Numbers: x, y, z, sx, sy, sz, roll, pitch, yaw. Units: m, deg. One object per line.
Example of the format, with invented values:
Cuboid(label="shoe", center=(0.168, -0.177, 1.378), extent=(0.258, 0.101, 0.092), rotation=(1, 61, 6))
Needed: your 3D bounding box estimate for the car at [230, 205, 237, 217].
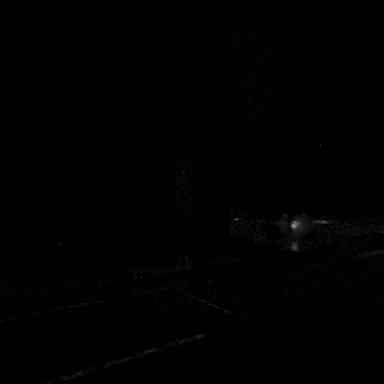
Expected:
Cuboid(label="car", center=(1.736, 1.276, 28.096), extent=(2.128, 1.511, 4.902), rotation=(1, 0, -35))

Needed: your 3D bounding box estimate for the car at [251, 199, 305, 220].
Cuboid(label="car", center=(6.824, 1.351, 26.502), extent=(1.837, 1.490, 4.892), rotation=(1, 0, -35))
